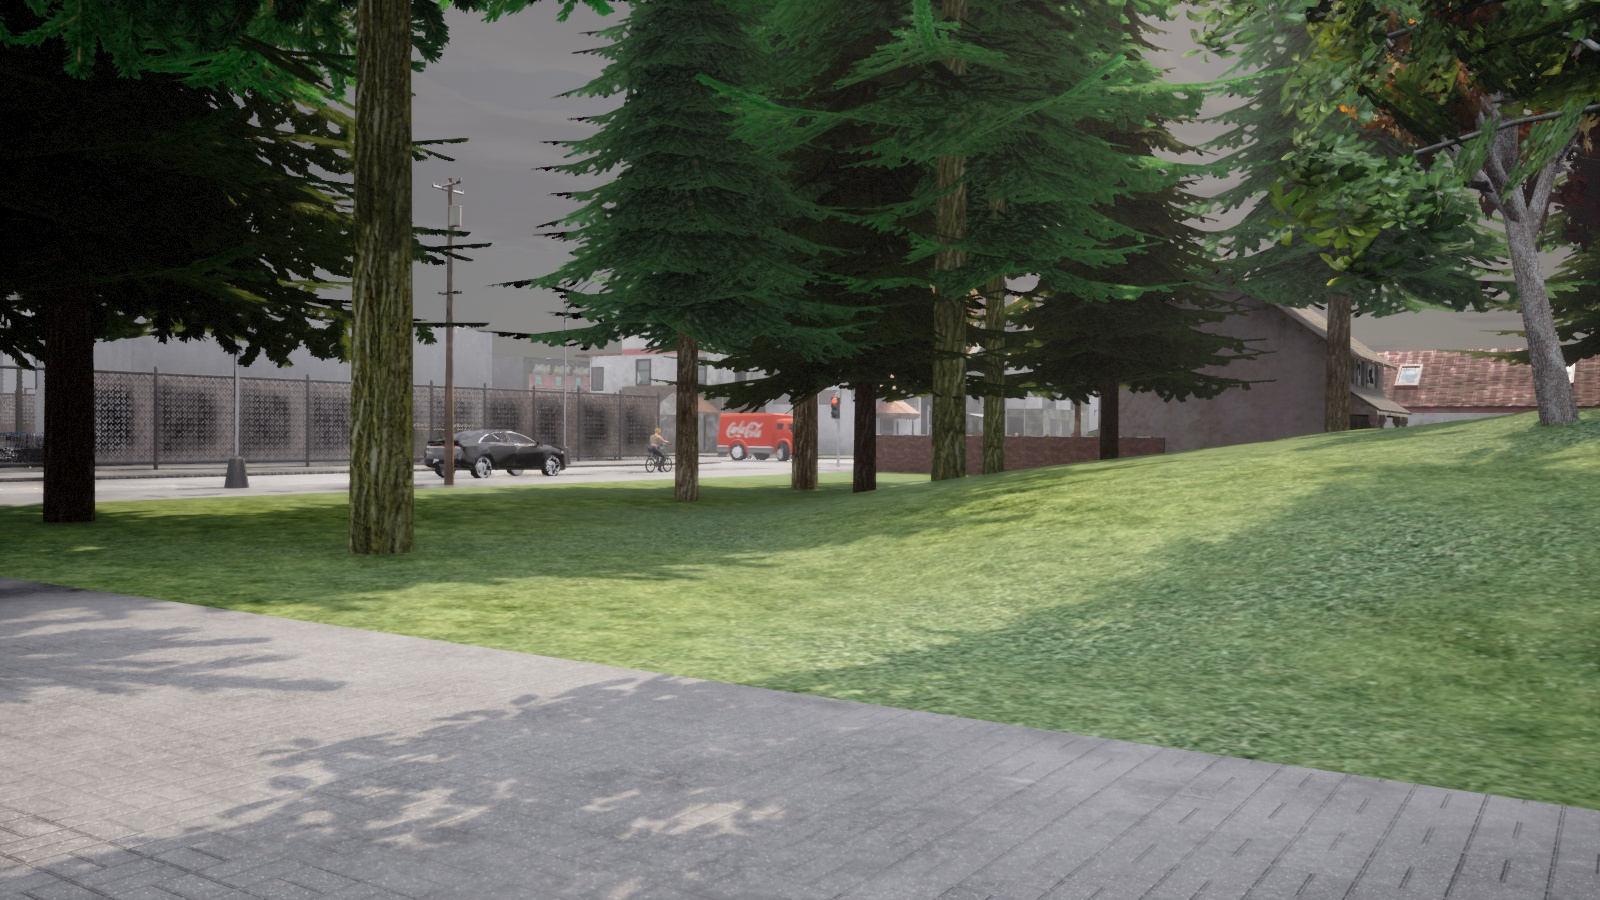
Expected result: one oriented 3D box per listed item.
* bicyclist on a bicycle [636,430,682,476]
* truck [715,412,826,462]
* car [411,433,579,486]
[{"bbox_3d":[-5.094,0.094,45.400,0.866,1.612,1.509,0,1,33],"label":"bicyclist on a bicycle"},{"bbox_3d":[-1.540,-0.633,65.131,5.204,2.467,2.627,0,-1,33],"label":"truck"},{"bbox_3d":[-9.367,0.240,38.970,2.128,1.511,4.902,0,1,34],"label":"car"}]
